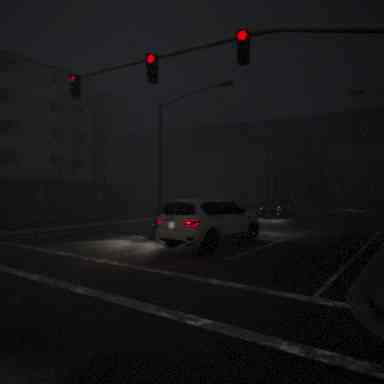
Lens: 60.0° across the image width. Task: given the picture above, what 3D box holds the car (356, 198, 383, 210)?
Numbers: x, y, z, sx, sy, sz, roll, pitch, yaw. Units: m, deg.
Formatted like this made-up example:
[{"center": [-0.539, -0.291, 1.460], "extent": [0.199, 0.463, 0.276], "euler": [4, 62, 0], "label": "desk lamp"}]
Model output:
[{"center": [24.034, 1.622, 43.891], "extent": [4.892, 1.490, 1.837], "euler": [0, 0, -16], "label": "car"}]

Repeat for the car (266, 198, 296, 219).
[{"center": [7.910, 1.436, 30.555], "extent": [2.097, 1.767, 4.553], "euler": [0, 0, 35], "label": "car"}]

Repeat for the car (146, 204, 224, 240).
[{"center": [-0.215, 1.547, 18.759], "extent": [1.882, 1.535, 5.008], "euler": [0, 0, 34], "label": "car"}]

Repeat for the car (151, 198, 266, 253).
[{"center": [0.872, 1.287, 14.452], "extent": [2.150, 2.045, 5.566], "euler": [0, 0, 38], "label": "car"}]
